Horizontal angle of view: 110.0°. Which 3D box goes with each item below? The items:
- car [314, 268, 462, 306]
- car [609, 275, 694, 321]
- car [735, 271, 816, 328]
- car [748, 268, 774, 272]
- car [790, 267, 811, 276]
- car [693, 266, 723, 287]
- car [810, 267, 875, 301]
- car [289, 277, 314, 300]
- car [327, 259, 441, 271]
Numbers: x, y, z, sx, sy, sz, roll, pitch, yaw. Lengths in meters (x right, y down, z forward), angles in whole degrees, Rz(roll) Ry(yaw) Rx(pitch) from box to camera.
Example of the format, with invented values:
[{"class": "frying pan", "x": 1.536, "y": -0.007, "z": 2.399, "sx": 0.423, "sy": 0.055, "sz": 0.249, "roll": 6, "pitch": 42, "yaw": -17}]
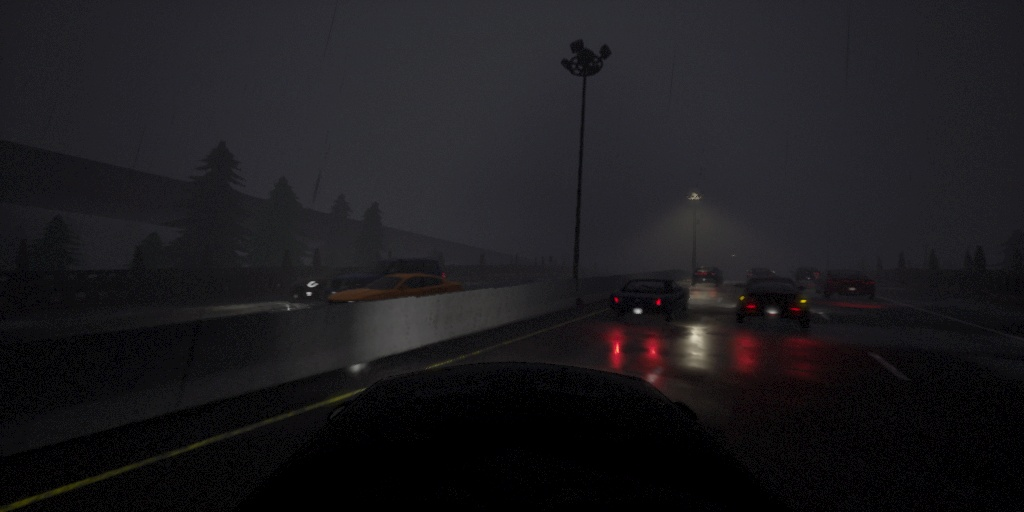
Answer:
[{"class": "car", "x": -3.866, "y": 1.349, "z": 12.638, "sx": 1.882, "sy": 1.535, "sz": 5.008, "roll": 0, "pitch": -1, "yaw": 34}, {"class": "car", "x": 5.249, "y": 1.491, "z": 13.269, "sx": 1.895, "sy": 1.301, "sz": 4.718, "roll": 0, "pitch": -1, "yaw": 34}, {"class": "car", "x": 8.698, "y": 1.407, "z": 12.123, "sx": 1.812, "sy": 1.442, "sz": 4.674, "roll": 0, "pitch": -1, "yaw": 34}, {"class": "car", "x": 20.509, "y": 1.668, "z": 29.612, "sx": 1.994, "sy": 1.385, "sz": 4.181, "roll": 0, "pitch": -1, "yaw": 34}, {"class": "car", "x": 27.043, "y": 1.764, "z": 33.034, "sx": 1.837, "sy": 1.490, "sz": 4.892, "roll": 0, "pitch": -2, "yaw": 34}, {"class": "car", "x": 15.633, "y": 1.573, "z": 28.647, "sx": 2.128, "sy": 1.511, "sz": 4.902, "roll": 0, "pitch": -1, "yaw": 34}, {"class": "car", "x": 17.830, "y": 1.455, "z": 19.392, "sx": 1.882, "sy": 1.535, "sz": 5.008, "roll": 0, "pitch": -1, "yaw": 34}, {"class": "car", "x": -8.580, "y": 1.281, "z": 18.167, "sx": 2.097, "sy": 1.767, "sz": 4.553, "roll": 0, "pitch": -1, "yaw": 34}, {"class": "car", "x": -5.505, "y": 1.134, "z": 16.467, "sx": 2.150, "sy": 2.045, "sz": 5.566, "roll": 0, "pitch": -1, "yaw": 34}]
